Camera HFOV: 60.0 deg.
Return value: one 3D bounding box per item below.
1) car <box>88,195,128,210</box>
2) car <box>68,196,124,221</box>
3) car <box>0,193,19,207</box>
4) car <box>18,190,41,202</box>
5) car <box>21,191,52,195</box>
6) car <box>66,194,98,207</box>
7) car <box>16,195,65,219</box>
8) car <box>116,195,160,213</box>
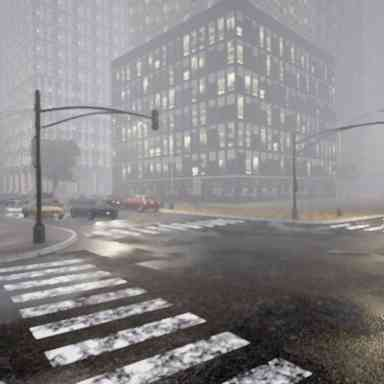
[{"bbox_3d":[-8.558,1.020,33.694,1.947,1.339,4.313,0,1,-44],"label":"car"},{"bbox_3d":[-7.033,1.208,23.796,1.994,1.385,4.181,-1,2,-44],"label":"car"},{"bbox_3d":[-20.656,0.846,37.840,2.128,1.511,4.902,-1,2,-44],"label":"car"},{"bbox_3d":[-24.435,0.548,50.046,1.967,1.590,4.097,0,1,-44],"label":"car"},{"bbox_3d":[-13.620,0.858,30.577,2.097,1.767,4.553,-1,2,-44],"label":"car"},{"bbox_3d":[-12.528,0.952,37.783,1.802,1.307,4.206,0,1,-44],"label":"car"},{"bbox_3d":[-10.621,1.167,23.667,1.752,1.417,4.829,0,1,-44],"label":"car"},{"bbox_3d":[-4.768,0.972,29.909,1.967,1.590,4.097,0,1,-44],"label":"car"}]
